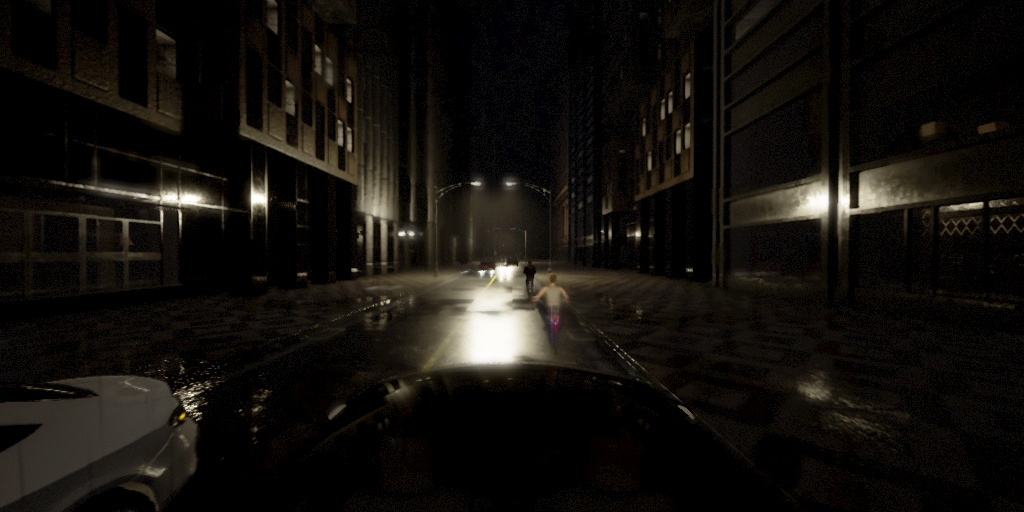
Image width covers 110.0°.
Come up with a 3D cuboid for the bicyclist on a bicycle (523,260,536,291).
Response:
[{"bbox_3d":[0.823,1.053,16.494,0.659,1.776,1.843,0,0,0],"label":"bicyclist on a bicycle"}]

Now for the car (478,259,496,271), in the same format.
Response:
[{"bbox_3d":[-3.101,1.109,45.096,1.994,1.385,4.181,0,0,0],"label":"car"}]

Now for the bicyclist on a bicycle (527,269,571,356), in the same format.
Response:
[{"bbox_3d":[0.852,1.160,7.589,0.866,1.612,1.509,0,0,0],"label":"bicyclist on a bicycle"}]

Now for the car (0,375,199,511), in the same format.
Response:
[{"bbox_3d":[-3.101,1.281,0.618,1.812,1.442,4.674,0,0,0],"label":"car"}]

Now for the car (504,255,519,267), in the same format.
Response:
[{"bbox_3d":[0.081,0.946,59.975,1.882,1.535,5.008,0,0,0],"label":"car"}]
